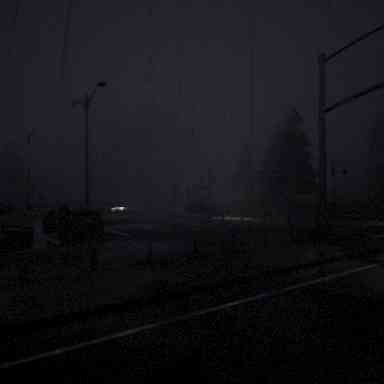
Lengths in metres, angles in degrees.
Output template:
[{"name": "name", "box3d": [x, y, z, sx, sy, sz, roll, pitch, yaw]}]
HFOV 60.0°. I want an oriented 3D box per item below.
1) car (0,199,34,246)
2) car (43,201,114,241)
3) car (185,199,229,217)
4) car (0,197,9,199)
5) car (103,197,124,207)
[{"name": "car", "box3d": [-8.183, 1.322, 13.926, 2.152, 1.636, 5.027, 0, 0, -36]}, {"name": "car", "box3d": [-5.671, 1.309, 15.804, 2.007, 1.523, 4.514, 0, 0, -36]}, {"name": "car", "box3d": [1.296, 1.364, 30.126, 2.128, 1.511, 4.902, 0, 0, -36]}, {"name": "car", "box3d": [-20.918, 1.345, 36.906, 1.845, 1.501, 3.633, 0, 0, -36]}, {"name": "car", "box3d": [-11.328, 1.440, 47.405, 1.994, 1.385, 4.181, 0, 0, -37]}]
